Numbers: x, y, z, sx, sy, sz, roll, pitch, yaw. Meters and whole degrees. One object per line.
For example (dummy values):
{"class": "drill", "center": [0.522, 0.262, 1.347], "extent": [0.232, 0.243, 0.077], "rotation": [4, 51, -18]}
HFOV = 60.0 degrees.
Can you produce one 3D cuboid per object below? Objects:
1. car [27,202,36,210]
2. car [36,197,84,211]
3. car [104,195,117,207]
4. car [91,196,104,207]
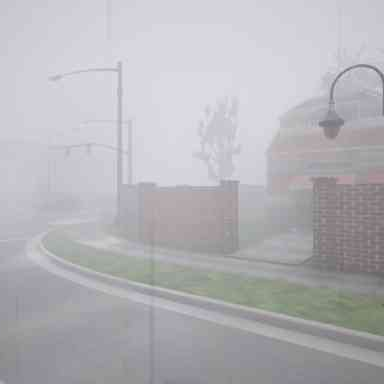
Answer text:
{"class": "car", "center": [-17.679, 1.397, 40.809], "extent": [1.812, 1.442, 4.674], "rotation": [0, 1, 37]}
{"class": "car", "center": [-14.949, 1.373, 38.621], "extent": [1.837, 1.490, 4.892], "rotation": [0, 1, 36]}
{"class": "car", "center": [-9.369, 1.285, 46.006], "extent": [1.812, 1.442, 4.674], "rotation": [0, 1, 37]}
{"class": "car", "center": [-12.279, 1.268, 47.955], "extent": [1.837, 1.490, 4.892], "rotation": [0, 1, 37]}
